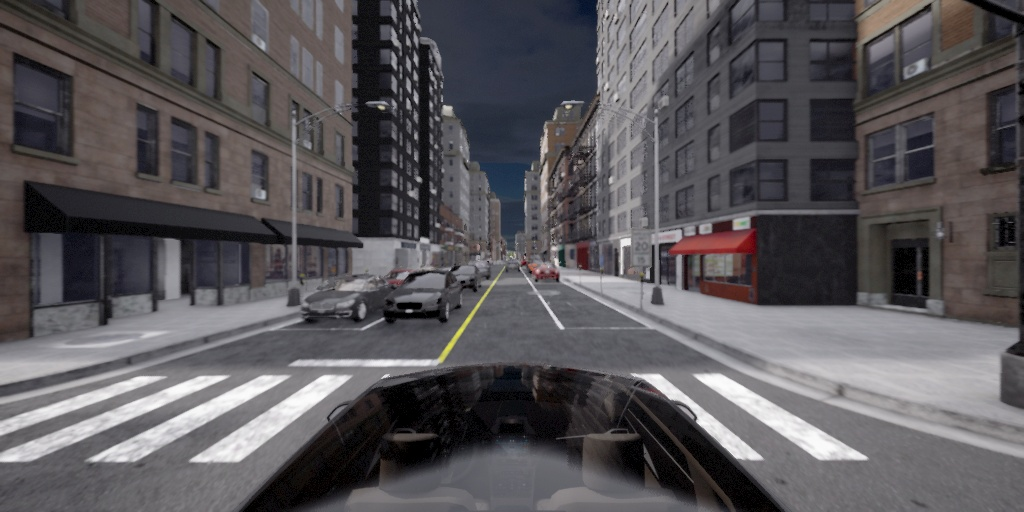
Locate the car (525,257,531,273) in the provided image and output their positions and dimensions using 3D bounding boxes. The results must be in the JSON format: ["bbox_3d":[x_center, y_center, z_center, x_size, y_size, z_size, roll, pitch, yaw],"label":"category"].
[{"bbox_3d":[2.996,1.127,42.323,2.097,1.767,4.553,0,0,0],"label":"car"}]

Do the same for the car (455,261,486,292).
[{"bbox_3d":[-2.850,1.283,21.705,1.837,1.490,4.892,0,0,0],"label":"car"}]

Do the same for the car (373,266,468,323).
[{"bbox_3d":[-2.851,1.272,12.360,1.837,1.490,4.892,0,0,0],"label":"car"}]

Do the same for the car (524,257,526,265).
[{"bbox_3d":[2.998,1.133,49.323,2.097,1.767,4.553,0,0,0],"label":"car"}]

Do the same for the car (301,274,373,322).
[{"bbox_3d":[-5.385,1.327,12.314,2.007,1.370,4.403,0,0,0],"label":"car"}]

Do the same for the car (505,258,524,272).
[{"bbox_3d":[0.109,1.281,46.443,2.128,1.511,4.902,0,0,0],"label":"car"}]

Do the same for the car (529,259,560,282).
[{"bbox_3d":[2.645,1.203,28.666,1.967,1.591,4.097,0,0,0],"label":"car"}]

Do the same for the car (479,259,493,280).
[{"bbox_3d":[-2.831,1.279,31.940,2.128,1.511,4.902,0,0,0],"label":"car"}]
